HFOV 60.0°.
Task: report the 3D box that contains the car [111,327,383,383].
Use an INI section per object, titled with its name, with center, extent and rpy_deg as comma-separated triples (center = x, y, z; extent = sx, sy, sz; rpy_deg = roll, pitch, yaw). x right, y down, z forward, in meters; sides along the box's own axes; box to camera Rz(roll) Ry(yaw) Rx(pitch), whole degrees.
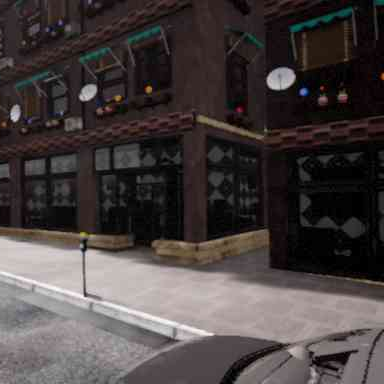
[car]
center = 1.285, 1.551, 1.827
extent = 4.403, 1.369, 2.008
rpy_deg = 0, -1, 36
